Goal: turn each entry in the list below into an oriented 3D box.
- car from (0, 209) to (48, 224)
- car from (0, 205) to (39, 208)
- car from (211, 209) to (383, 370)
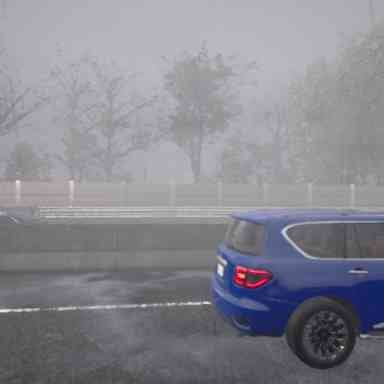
[{"bbox_3d":[-8.928,1.673,14.718,4.892,1.490,1.837,0,-1,-8],"label":"car"},{"bbox_3d":[-11.847,1.602,21.384,4.553,1.767,2.097,0,-1,-8],"label":"car"},{"bbox_3d":[3.096,1.319,5.572,5.566,2.045,2.150,0,-1,-8],"label":"car"}]
